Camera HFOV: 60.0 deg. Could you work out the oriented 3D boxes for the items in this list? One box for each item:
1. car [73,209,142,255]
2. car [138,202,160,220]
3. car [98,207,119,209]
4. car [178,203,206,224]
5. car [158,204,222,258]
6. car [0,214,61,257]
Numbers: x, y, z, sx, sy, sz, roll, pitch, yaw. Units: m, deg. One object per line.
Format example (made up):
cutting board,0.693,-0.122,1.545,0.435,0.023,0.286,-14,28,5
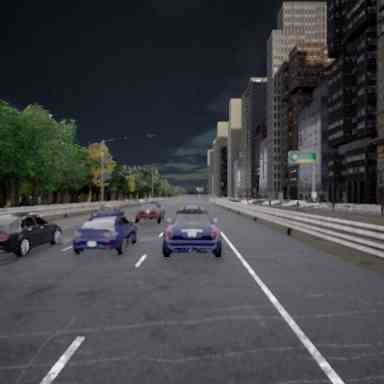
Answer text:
car,-3.480,1.659,13.914,1.812,1.442,4.674,0,0,0
car,-3.484,1.638,28.431,2.097,1.767,4.553,0,-1,0
car,-6.988,1.887,28.262,1.895,1.301,4.718,0,-1,0
car,0.017,1.781,28.524,2.128,1.511,4.902,0,0,0
car,0.016,1.480,13.429,2.097,1.767,4.553,0,-1,0
car,-6.984,1.637,13.505,1.837,1.490,4.892,0,0,0
